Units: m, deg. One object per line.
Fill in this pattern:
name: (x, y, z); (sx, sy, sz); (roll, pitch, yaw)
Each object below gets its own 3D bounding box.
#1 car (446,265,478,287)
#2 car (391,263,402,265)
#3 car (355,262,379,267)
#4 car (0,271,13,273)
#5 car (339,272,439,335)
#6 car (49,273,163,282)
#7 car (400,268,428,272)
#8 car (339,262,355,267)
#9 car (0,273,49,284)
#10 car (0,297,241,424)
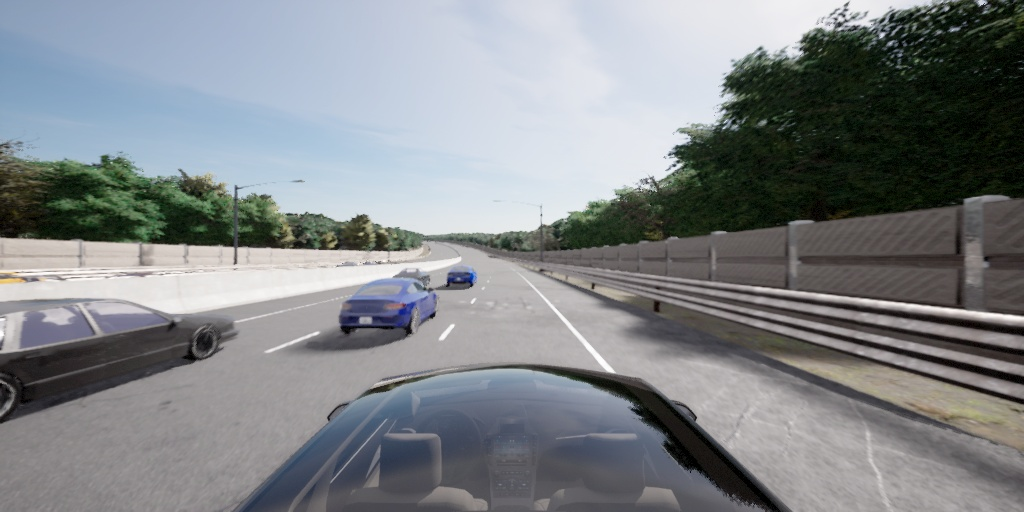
car: (-3.668, 1.449, 26.835); (1.882, 1.535, 5.008); (0, 0, -1)
car: (-18.855, 1.758, 58.086); (1.895, 1.301, 4.718); (0, 0, -2)
car: (-22.277, 1.712, 56.543); (2.033, 1.411, 5.357); (0, 0, -2)
car: (-24.693, 1.397, 16.226); (1.882, 1.535, 5.008); (0, -1, -1)
car: (-3.443, 1.367, 10.710); (1.812, 1.442, 4.674); (0, -1, 0)
car: (-17.699, 1.477, 16.630); (1.994, 1.385, 4.181); (0, -1, -1)
car: (-7.154, 1.535, 26.005); (1.994, 1.385, 4.181); (0, 0, -1)
car: (-25.815, 1.699, 56.961); (1.812, 1.442, 4.674); (0, 0, -2)
car: (-21.180, 1.508, 15.355); (1.895, 1.301, 4.718); (0, -1, -1)
car: (-6.913, 1.342, 5.410); (2.033, 1.411, 5.357); (0, -1, 0)
